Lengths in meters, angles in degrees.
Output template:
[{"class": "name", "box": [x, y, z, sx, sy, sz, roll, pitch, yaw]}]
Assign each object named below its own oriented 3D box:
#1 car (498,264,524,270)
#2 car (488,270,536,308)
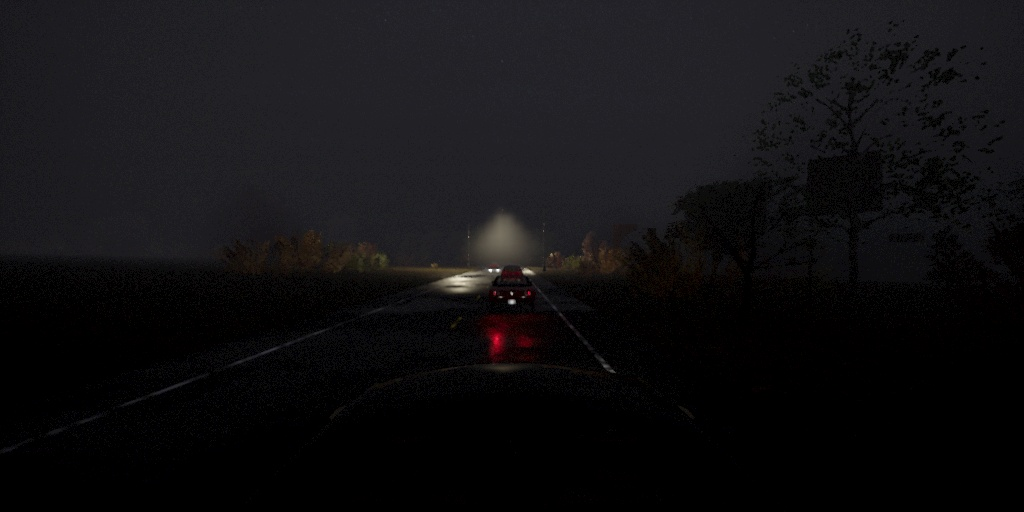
[{"class": "car", "box": [0.002, 1.514, 31.338, 1.882, 1.535, 5.008, 0, 0, 0]}, {"class": "car", "box": [0.000, 1.487, 15.968, 1.895, 1.301, 4.718, 0, -1, 0]}]
